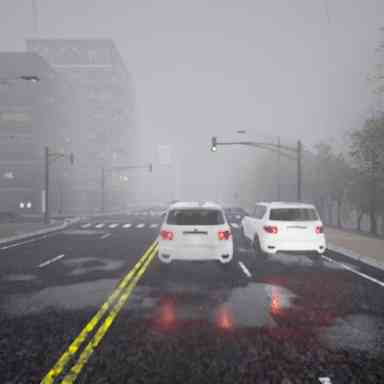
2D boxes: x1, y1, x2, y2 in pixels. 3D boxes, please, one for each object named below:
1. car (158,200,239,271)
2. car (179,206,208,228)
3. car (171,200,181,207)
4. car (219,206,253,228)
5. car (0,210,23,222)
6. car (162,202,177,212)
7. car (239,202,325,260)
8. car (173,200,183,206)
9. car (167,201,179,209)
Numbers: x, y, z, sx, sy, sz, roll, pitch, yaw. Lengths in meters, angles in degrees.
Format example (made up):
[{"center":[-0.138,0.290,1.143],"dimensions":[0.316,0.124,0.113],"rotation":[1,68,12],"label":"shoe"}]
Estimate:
[{"center":[0.098,1.365,11.566],"dimensions":[2.150,2.045,5.566],"rotation":[0,-1,0],"label":"car"},{"center":[0.089,1.867,26.015],"dimensions":[2.033,1.411,5.357],"rotation":[0,-1,0],"label":"car"},{"center":[-3.283,2.370,69.288],"dimensions":[1.837,1.490,4.892],"rotation":[0,-1,0],"label":"car"},{"center":[3.338,1.871,26.295],"dimensions":[2.033,1.411,5.357],"rotation":[0,-1,0],"label":"car"},{"center":[-19.087,2.232,32.138],"dimensions":[4.718,1.301,1.895],"rotation":[-1,0,-3],"label":"car"},{"center":[-3.363,2.223,50.075],"dimensions":[1.895,1.301,4.718],"rotation":[0,-1,0],"label":"car"},{"center":[3.343,1.387,13.233],"dimensions":[2.150,2.045,5.566],"rotation":[0,0,0],"label":"car"},{"center":[-3.288,2.544,79.612],"dimensions":[2.033,1.411,5.357],"rotation":[0,-1,0],"label":"car"},{"center":[-3.346,2.262,58.994],"dimensions":[1.812,1.442,4.674],"rotation":[0,-1,0],"label":"car"}]
